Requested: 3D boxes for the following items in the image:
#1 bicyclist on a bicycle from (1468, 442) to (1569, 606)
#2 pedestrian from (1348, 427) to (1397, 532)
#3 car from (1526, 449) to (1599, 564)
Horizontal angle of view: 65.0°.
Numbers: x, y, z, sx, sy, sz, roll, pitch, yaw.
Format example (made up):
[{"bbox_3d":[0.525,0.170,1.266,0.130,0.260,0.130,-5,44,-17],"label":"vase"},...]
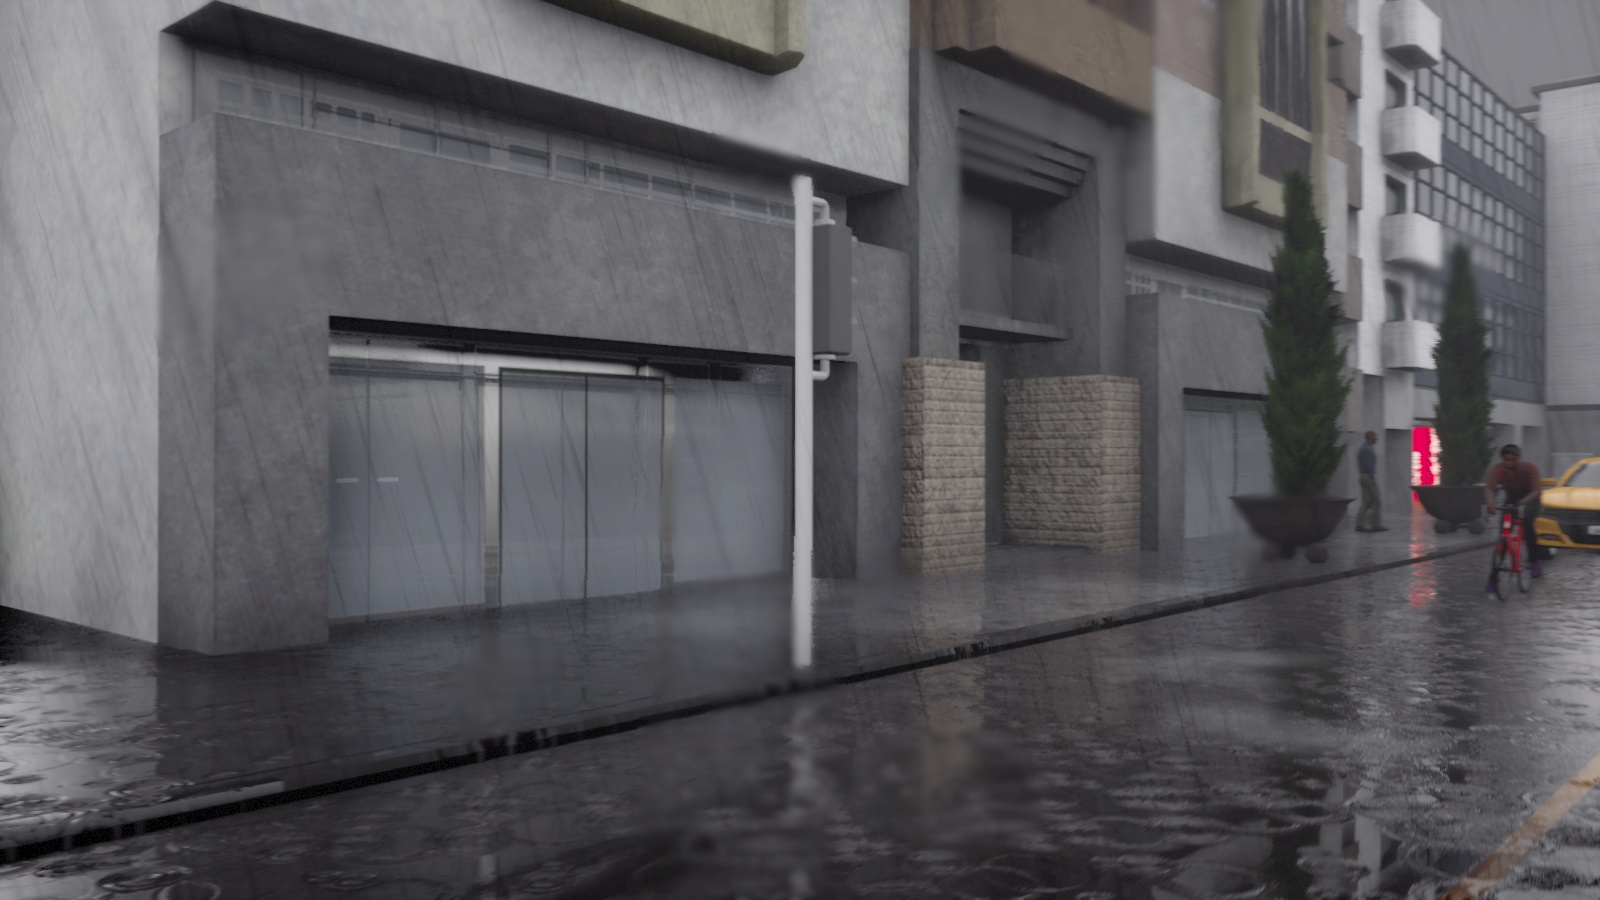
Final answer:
[{"bbox_3d":[7.587,0.730,13.232,0.582,1.620,1.656,0,0,42],"label":"bicyclist on a bicycle"},{"bbox_3d":[10.106,0.514,22.192,0.726,1.835,0.370,0,0,14],"label":"pedestrian"},{"bbox_3d":[12.413,0.761,18.587,1.882,1.535,5.008,0,0,42],"label":"car"}]
